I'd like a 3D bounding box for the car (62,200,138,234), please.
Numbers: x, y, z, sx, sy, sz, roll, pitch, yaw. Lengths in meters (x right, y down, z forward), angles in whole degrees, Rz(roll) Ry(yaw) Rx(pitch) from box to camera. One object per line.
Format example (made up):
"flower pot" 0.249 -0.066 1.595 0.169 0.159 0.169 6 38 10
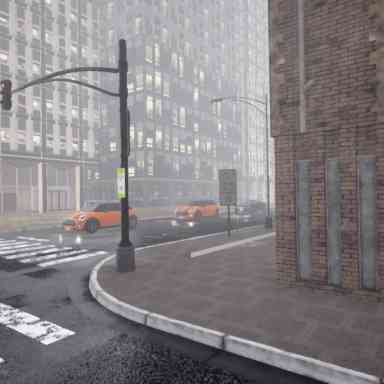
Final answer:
"car" -5.426 1.416 19.935 2.097 1.767 4.553 -1 -1 37

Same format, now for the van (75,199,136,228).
"van" -5.989 1.460 23.534 1.690 1.788 3.998 -2 -1 36

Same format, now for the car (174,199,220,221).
"car" 0.484 1.435 28.080 2.097 1.767 4.553 -1 -1 36

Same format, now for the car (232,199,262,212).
"car" 6.896 1.689 41.407 1.752 1.417 4.829 -2 -1 36

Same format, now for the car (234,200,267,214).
"car" 6.547 1.595 36.476 2.128 1.511 4.902 -1 -1 36
